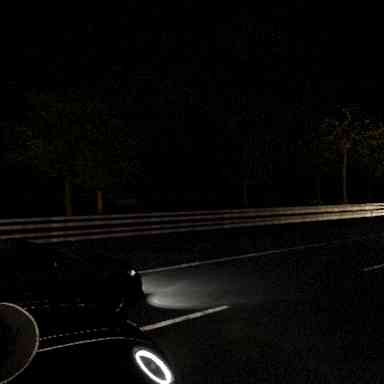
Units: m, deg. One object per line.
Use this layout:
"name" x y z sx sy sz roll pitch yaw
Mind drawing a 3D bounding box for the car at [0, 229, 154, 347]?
"car" -3.006 1.564 5.903 4.181 1.385 1.994 0 0 -36

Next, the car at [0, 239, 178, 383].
"car" -2.275 1.352 2.121 4.553 1.767 2.097 0 0 -36
